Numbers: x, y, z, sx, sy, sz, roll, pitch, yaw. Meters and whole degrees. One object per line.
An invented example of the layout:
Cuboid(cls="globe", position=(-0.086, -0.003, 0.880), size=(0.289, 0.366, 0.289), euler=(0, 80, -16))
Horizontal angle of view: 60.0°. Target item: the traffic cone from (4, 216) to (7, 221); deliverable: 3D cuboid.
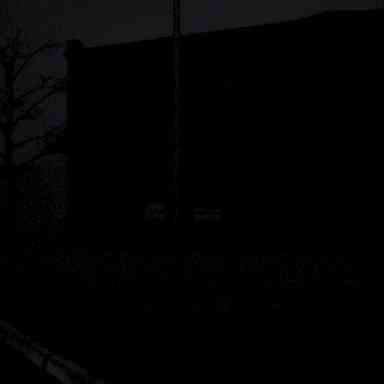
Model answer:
Cuboid(cls="traffic cone", position=(-19.693, 2.806, 35.074), size=(0.340, 0.580, 0.340), euler=(0, -1, -9))

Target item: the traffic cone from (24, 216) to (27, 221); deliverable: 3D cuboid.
Cuboid(cls="traffic cone", position=(-17.720, 2.817, 35.396), size=(0.340, 0.580, 0.340), euler=(0, -1, -9))
